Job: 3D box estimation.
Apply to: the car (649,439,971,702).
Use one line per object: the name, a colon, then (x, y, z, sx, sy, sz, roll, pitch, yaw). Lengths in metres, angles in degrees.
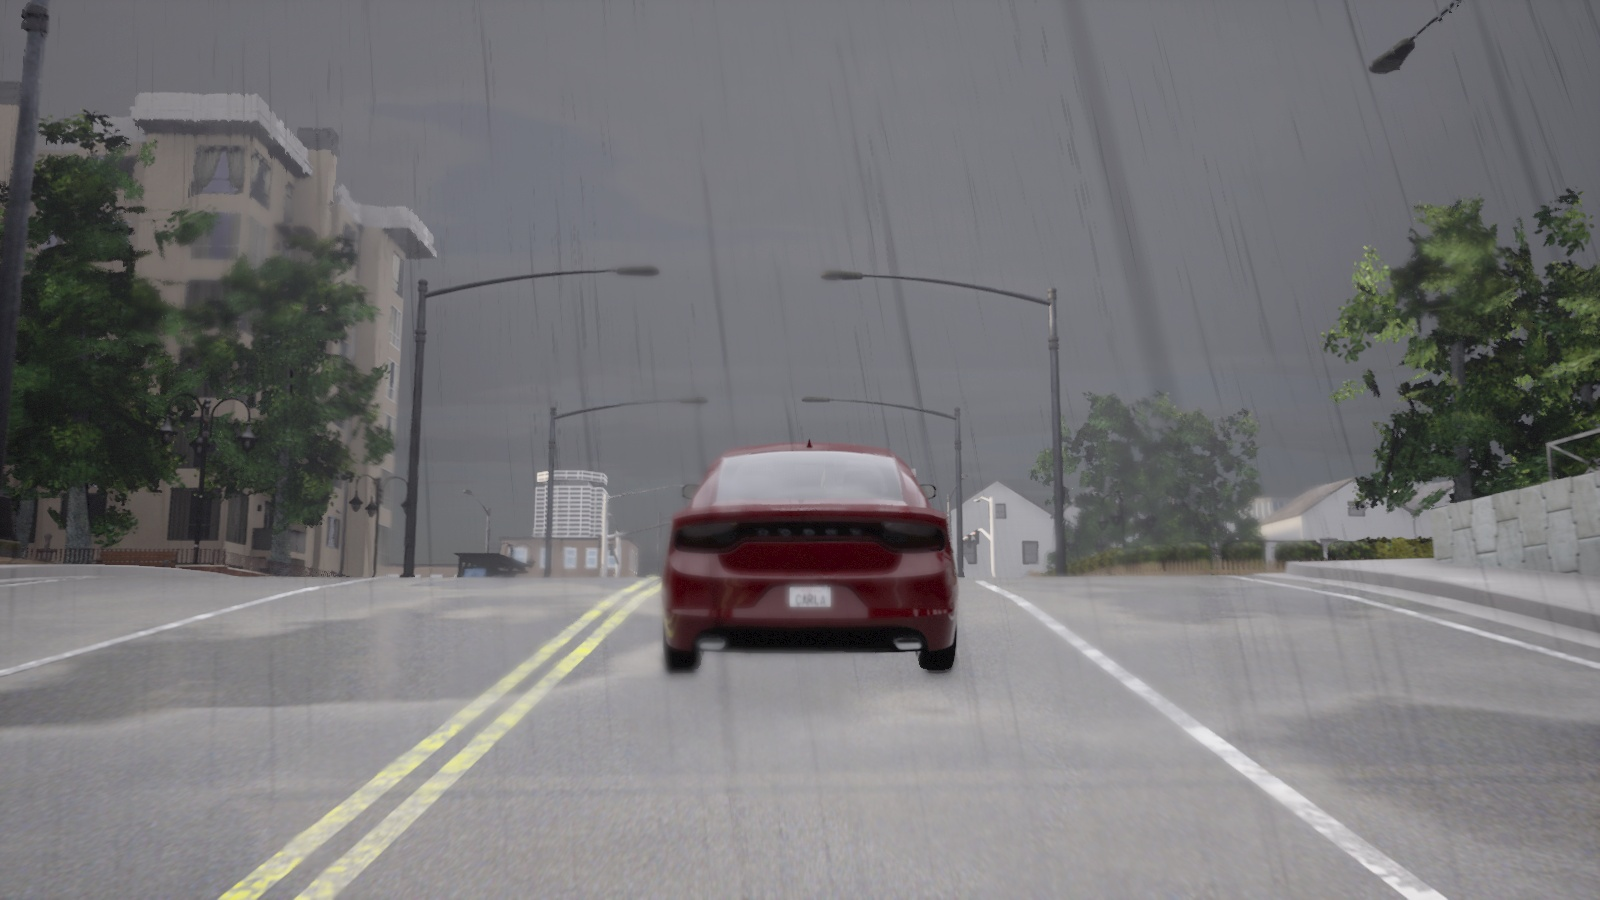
car: (0.071, 0.683, 9.836, 1.882, 1.535, 5.008, 0, 1, 0)
